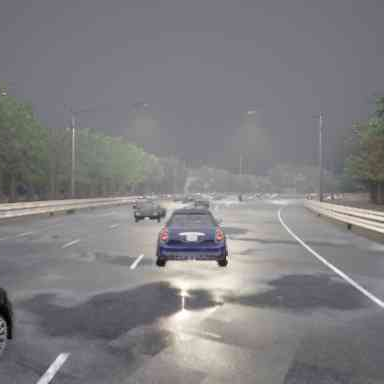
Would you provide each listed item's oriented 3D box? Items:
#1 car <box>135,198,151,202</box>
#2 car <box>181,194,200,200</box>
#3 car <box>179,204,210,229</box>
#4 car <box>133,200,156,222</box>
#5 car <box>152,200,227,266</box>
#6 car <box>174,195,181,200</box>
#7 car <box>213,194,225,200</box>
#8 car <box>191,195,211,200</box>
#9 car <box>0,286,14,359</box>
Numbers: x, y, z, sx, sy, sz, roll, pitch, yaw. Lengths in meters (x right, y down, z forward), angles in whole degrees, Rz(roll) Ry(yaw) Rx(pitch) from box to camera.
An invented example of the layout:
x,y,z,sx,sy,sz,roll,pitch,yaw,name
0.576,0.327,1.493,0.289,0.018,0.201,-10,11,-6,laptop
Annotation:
x,y,z,sx,sy,sz,roll,pitch,yaw,name
-5.897,1.449,41.254,2.033,1.411,5.357,0,0,5,car
-0.215,1.215,61.286,2.097,1.767,4.553,0,0,7,car
0.221,1.578,22.520,1.895,1.301,4.718,0,0,2,car
-3.067,1.560,25.563,1.895,1.301,4.718,0,0,2,car
0.014,1.346,11.681,2.097,1.767,4.553,0,0,0,car
-2.560,1.383,71.090,1.994,1.385,4.181,0,0,8,car
6.465,1.333,83.665,2.128,1.511,4.902,0,0,10,car
1.283,1.429,41.829,1.837,1.490,4.892,0,0,4,car
-3.361,1.478,2.682,2.128,1.511,4.902,0,0,-1,car
